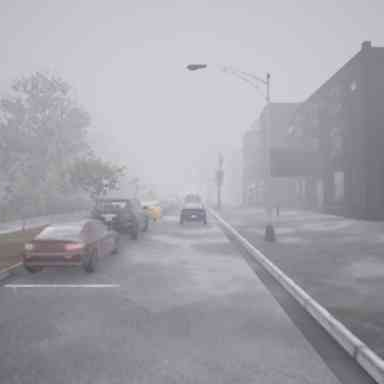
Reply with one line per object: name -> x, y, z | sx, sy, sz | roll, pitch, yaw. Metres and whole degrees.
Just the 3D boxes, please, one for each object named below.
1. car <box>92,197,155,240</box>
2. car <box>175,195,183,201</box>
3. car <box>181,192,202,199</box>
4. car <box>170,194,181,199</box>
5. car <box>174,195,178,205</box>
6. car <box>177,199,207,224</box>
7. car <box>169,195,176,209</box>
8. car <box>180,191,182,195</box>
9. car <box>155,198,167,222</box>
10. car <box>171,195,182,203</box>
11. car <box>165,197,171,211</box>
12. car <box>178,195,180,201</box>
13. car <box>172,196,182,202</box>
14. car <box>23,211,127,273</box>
car -> -3.655, 1.296, 17.476 | 2.435, 2.045, 5.566 | 0, 0, 1
car -> -3.656, 1.653, 94.098 | 1.946, 1.575, 5.366 | 0, 1, 2
car -> 0.094, 1.315, 42.956 | 2.150, 2.045, 5.566 | 0, 0, 0
car -> -3.659, 1.639, 60.639 | 2.097, 1.535, 5.008 | 0, 0, 2
car -> -3.658, 1.627, 49.541 | 2.097, 1.535, 5.008 | 0, 0, 2
car -> 0.097, 1.523, 25.224 | 1.882, 1.535, 5.008 | 0, 0, 0
car -> -3.650, 1.592, 43.160 | 1.946, 1.575, 5.366 | 0, 0, 2
car -> -3.659, 1.386, 69.593 | 2.435, 2.045, 5.566 | 0, 0, 2
car -> -3.655, 1.539, 27.359 | 2.097, 1.535, 5.008 | 0, 0, 2
car -> -3.663, 1.528, 77.246 | 2.185, 1.767, 4.553 | 0, 0, 2
car -> -3.656, 1.566, 32.907 | 2.097, 1.535, 5.008 | 0, 0, 2
car -> -3.658, 1.644, 55.097 | 2.231, 1.521, 4.892 | 0, -1, 2
car -> -3.673, 1.714, 82.850 | 2.163, 1.488, 4.792 | -1, 0, 2
car -> -3.654, 1.562, 10.730 | 2.002, 1.452, 4.674 | 0, 0, 0
